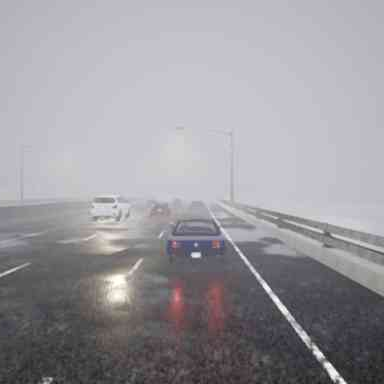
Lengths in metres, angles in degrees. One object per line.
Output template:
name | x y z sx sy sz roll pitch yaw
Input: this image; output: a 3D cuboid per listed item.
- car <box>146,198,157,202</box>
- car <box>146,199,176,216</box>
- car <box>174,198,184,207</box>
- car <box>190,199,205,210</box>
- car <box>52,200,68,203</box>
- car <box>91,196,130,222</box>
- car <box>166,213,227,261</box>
car | -6.087 1.703 52.276 2.128 1.511 4.902 0 0 2
car | -3.052 1.689 33.694 1.994 1.385 4.181 0 0 1
car | -2.458 1.757 56.193 1.812 1.442 4.674 0 -1 2
car | 0.769 1.678 47.205 2.128 1.511 4.902 0 0 2
car | -16.967 1.735 42.931 1.994 1.385 4.181 0 0 2
car | -6.668 1.321 27.759 2.150 2.045 5.566 0 0 1
car | 0.149 1.641 12.333 1.895 1.301 4.718 0 0 1
